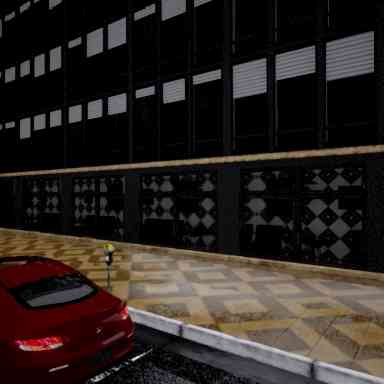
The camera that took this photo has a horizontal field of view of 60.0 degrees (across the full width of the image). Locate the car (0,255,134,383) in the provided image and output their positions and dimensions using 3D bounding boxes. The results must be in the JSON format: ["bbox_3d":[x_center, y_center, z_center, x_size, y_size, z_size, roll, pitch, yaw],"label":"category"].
[{"bbox_3d":[-2.644,1.582,4.713,4.206,1.307,1.802,0,0,35],"label":"car"}]
